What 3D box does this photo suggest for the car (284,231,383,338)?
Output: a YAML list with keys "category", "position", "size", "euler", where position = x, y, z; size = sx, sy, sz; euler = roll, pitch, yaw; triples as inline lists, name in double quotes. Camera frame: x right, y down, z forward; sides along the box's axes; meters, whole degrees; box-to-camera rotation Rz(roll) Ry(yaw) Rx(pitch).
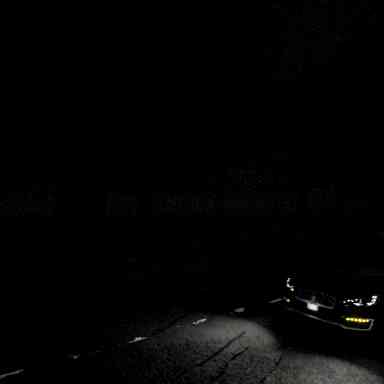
- category: "car"
  position: [3.933, 1.614, 6.799]
  size: [4.892, 1.490, 1.837]
  euler: [0, -1, -35]
